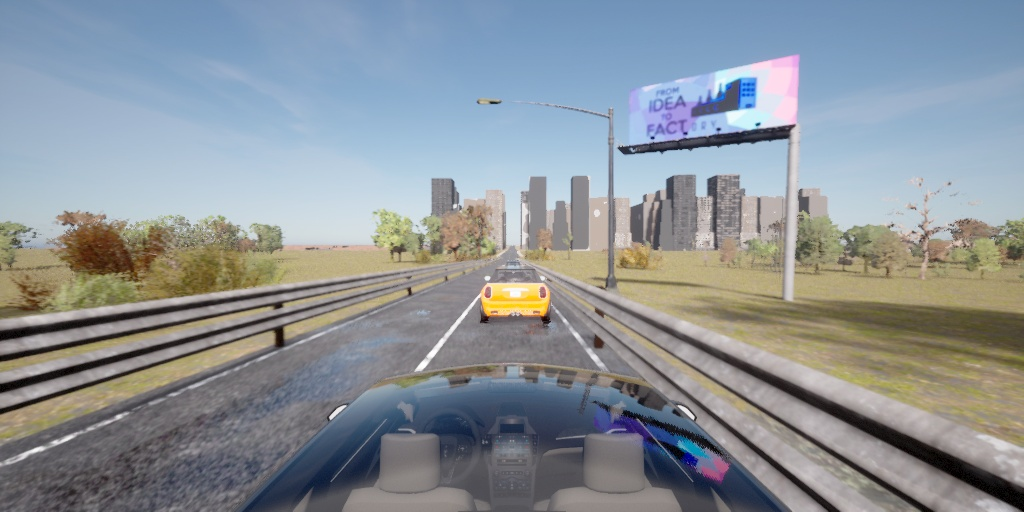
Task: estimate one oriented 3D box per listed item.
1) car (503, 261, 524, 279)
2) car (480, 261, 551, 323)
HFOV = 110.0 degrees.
[{"bbox_3d":[0.104,1.241,34.075,1.837,1.490,4.892,0,0,0],"label":"car"},{"bbox_3d":[0.102,1.098,12.314,2.097,1.767,4.553,0,0,0],"label":"car"}]
